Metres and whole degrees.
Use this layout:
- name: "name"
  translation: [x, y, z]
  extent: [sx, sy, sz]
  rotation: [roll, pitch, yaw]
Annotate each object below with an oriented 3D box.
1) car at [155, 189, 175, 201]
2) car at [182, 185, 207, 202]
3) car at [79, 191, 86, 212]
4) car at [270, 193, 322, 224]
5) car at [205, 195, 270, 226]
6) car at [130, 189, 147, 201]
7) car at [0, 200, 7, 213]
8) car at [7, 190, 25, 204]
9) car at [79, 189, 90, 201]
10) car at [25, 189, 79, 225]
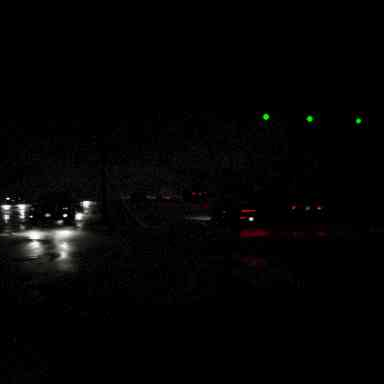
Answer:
- name: "car"
  translation: [-3.568, 0.325, 43.857]
  extent: [1.812, 1.442, 4.674]
  rotation: [-1, 5, -14]
- name: "car"
  translation: [0.292, 0.104, 42.882]
  extent: [2.150, 2.045, 5.566]
  rotation: [-1, 4, -14]
- name: "car"
  translation: [-11.458, 1.014, 31.536]
  extent: [1.882, 1.535, 5.008]
  rotation: [-1, 2, -14]
- name: "car"
  translation: [5.942, 0.921, 20.645]
  extent: [2.097, 1.767, 4.553]
  rotation: [-1, 1, -14]
- name: "car"
  translation: [2.521, 1.129, 19.905]
  extent: [1.837, 1.490, 4.892]
  rotation: [-1, 1, -14]
- name: "car"
  translation: [-7.067, 0.296, 43.472]
  extent: [1.882, 1.535, 5.008]
  rotation: [-1, 5, -14]
- name: "car"
  translation: [-18.002, 1.209, 28.872]
  extent: [1.812, 1.442, 4.674]
  rotation: [-1, 2, -14]
- name: "car"
  translation: [-20.851, 0.544, 40.163]
  extent: [1.837, 1.490, 4.892]
  rotation: [-1, 5, -14]
- name: "car"
  translation: [-14.384, 0.377, 43.158]
  extent: [1.994, 1.385, 4.181]
  rotation: [-1, 5, -14]
- name: "car"
  translation: [-9.041, 0.949, 21.987]
  extent: [2.150, 2.045, 5.566]
  rotation: [-1, 1, -14]
